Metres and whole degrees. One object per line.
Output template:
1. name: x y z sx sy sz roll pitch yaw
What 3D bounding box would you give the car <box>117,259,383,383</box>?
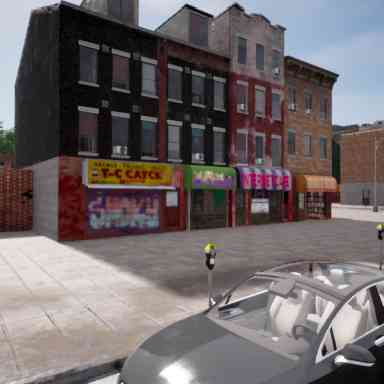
1. car: 1.332 1.552 3.749 4.403 1.369 2.008 0 0 -35
